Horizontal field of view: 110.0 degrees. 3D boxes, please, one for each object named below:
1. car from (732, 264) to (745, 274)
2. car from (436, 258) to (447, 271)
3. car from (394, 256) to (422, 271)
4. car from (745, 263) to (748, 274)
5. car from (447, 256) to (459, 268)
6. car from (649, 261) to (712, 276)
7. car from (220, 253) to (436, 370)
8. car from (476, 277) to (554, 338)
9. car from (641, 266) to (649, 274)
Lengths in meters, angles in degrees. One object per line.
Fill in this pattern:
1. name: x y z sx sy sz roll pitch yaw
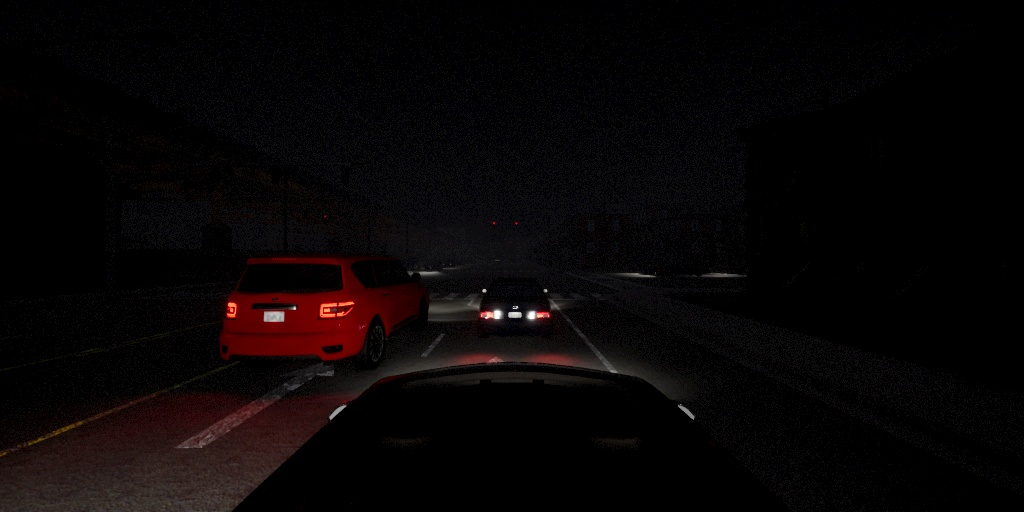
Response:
1. car: 26.825 1.255 39.386 4.892 1.490 1.837 0 0 0
2. car: -10.375 1.241 47.516 2.128 1.511 4.902 0 0 -3
3. car: -14.094 0.972 49.003 2.150 2.045 5.566 0 0 0
4. car: 26.548 1.351 35.889 4.718 1.301 1.895 0 0 0
5. car: -10.584 1.253 60.354 1.837 1.490 4.892 0 0 0
6. car: 16.992 1.297 35.895 5.357 1.411 2.033 0 0 0
7. car: -3.427 0.971 7.877 2.150 2.045 5.566 0 0 0
8. car: 0.081 1.297 10.130 2.033 1.411 5.357 0 0 0
9. car: 17.097 1.297 39.380 5.357 1.411 2.033 0 0 2
